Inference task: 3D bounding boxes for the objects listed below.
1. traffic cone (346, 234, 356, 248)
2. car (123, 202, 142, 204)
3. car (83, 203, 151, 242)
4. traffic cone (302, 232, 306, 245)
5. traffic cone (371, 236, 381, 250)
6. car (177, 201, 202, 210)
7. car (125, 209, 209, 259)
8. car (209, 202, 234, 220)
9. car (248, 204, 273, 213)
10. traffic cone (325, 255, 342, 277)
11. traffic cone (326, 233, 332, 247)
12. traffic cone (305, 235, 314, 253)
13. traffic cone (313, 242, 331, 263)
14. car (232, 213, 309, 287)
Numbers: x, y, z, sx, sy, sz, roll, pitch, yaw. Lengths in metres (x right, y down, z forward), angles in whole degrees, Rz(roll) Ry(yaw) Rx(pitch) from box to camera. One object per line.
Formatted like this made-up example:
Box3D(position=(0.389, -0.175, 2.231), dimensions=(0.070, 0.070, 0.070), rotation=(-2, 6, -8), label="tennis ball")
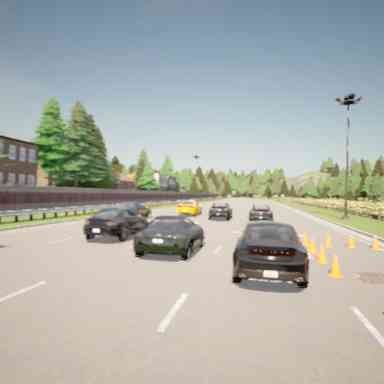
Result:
Box3D(position=(7.227, 2.222, 15.080), dimensions=(0.340, 0.580, 0.340), rotation=(2, 0, 11), label="traffic cone")
Box3D(position=(-4.987, 1.524, 27.705), dimensions=(2.033, 1.411, 5.357), rotation=(2, 0, 11), label="car")
Box3D(position=(-3.624, 1.493, 16.363), dimensions=(1.812, 1.442, 4.674), rotation=(2, 0, 11), label="car")
Box3D(position=(5.265, 2.169, 15.463), dimensions=(0.340, 0.580, 0.340), rotation=(2, 0, 11), label="traffic cone")
Box3D(position=(8.208, 2.249, 14.889), dimensions=(0.340, 0.580, 0.340), rotation=(2, 0, 11), label="traffic cone")
Box3D(position=(-0.189, 1.616, 34.022), dimensions=(1.882, 1.535, 5.008), rotation=(2, 0, 11), label="car")
Box3D(position=(-0.739, 1.598, 12.880), dimensions=(1.994, 1.385, 4.181), rotation=(2, 0, 11), label="car")
Box3D(position=(2.676, 1.695, 30.433), dimensions=(2.128, 1.511, 4.902), rotation=(2, 0, 11), label="car")
Box3D(position=(5.670, 1.767, 27.496), dimensions=(2.128, 1.511, 4.902), rotation=(2, 0, 11), label="car")
Box3D(position=(4.120, 2.112, 9.573), dimensions=(0.340, 0.580, 0.340), rotation=(2, 0, 11), label="traffic cone")
Box3D(position=(6.246, 2.196, 15.272), dimensions=(0.340, 0.580, 0.340), rotation=(2, 0, 11), label="traffic cone")
Box3D(position=(4.883, 2.150, 13.499), dimensions=(0.340, 0.580, 0.340), rotation=(2, 0, 11), label="traffic cone")
Box3D(position=(4.501, 2.131, 11.536), dimensions=(0.340, 0.580, 0.340), rotation=(2, 0, 11), label="traffic cone")
Box3D(position=(2.233, 1.609, 9.823), dimensions=(1.837, 1.490, 4.892), rotation=(2, 0, 11), label="car")
